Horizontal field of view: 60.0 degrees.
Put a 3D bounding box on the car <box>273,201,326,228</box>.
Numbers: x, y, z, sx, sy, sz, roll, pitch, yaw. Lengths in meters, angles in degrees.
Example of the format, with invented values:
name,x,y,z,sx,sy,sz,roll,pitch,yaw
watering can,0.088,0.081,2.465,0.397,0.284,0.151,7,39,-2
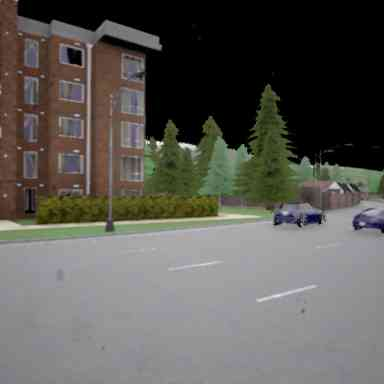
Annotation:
name,x,y,z,sx,sy,sz,roll,pitch,yaw
car,7.830,1.538,24.019,4.553,1.767,2.097,1,0,-45

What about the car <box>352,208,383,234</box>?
name,x,y,z,sx,sy,sz,roll,pitch,yaw
car,11.840,1.724,20.785,4.674,1.442,1.812,1,0,-35
